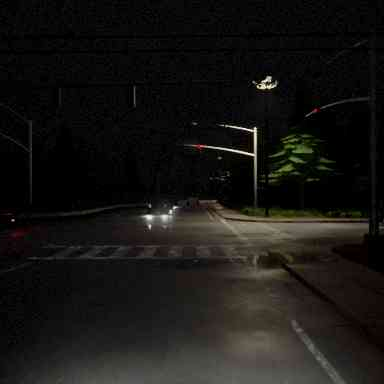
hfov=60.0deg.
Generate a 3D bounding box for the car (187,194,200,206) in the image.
[{"bbox_3d":[0.204,1.370,59.258,2.150,2.045,5.566,0,0,2],"label":"car"}]

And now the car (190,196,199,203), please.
[{"bbox_3d":[0.553,1.657,73.181,1.882,1.535,5.008,0,0,2],"label":"car"}]

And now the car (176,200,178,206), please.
[{"bbox_3d":[-3.512,1.723,56.621,1.994,1.385,4.181,0,0,1],"label":"car"}]

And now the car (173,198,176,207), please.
[{"bbox_3d":[-3.601,1.640,46.541,1.837,1.490,4.892,0,0,0],"label":"car"}]

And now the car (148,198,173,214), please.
[{"bbox_3d":[-3.615,1.464,36.671,2.097,1.767,4.553,0,0,0],"label":"car"}]

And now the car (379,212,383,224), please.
[{"bbox_3d":[14.916,1.609,21.959,4.718,1.301,1.895,0,0,1],"label":"car"}]

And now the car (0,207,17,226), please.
[{"bbox_3d":[-14.482,1.665,22.481,4.892,1.490,1.837,0,0,1],"label":"car"}]
